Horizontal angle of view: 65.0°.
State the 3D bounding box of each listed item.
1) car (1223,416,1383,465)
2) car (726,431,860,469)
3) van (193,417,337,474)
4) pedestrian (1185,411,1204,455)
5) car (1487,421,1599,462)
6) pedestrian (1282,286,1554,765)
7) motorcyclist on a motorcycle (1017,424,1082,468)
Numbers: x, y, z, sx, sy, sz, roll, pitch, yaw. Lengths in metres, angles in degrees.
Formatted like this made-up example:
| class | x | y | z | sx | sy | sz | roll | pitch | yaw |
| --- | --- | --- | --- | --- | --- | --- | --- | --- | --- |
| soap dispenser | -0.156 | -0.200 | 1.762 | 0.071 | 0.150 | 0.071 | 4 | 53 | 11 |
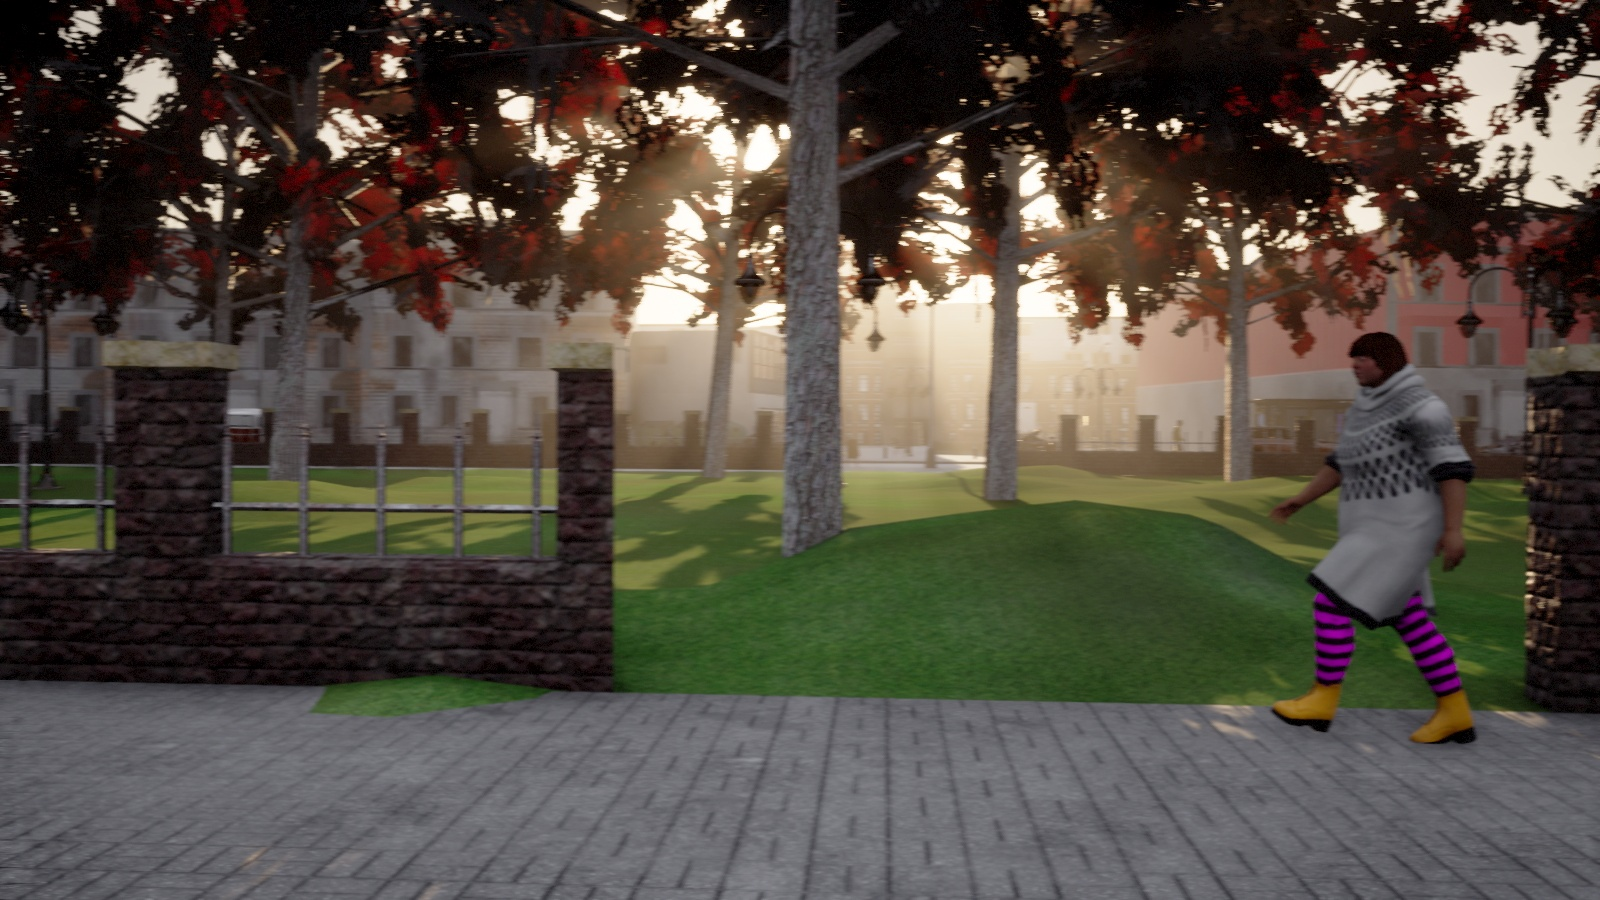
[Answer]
| class | x | y | z | sx | sy | sz | roll | pitch | yaw |
| --- | --- | --- | --- | --- | --- | --- | --- | --- | --- |
| car | 17.701 | -0.354 | 44.395 | 4.856 | 1.649 | 2.033 | -1 | 1 | 4 |
| car | -0.217 | 0.001 | 45.734 | 4.718 | 1.301 | 1.895 | -1 | 1 | 4 |
| van | -20.061 | -0.171 | 47.185 | 4.480 | 2.038 | 2.069 | -1 | 1 | 4 |
| pedestrian | 16.586 | -0.717 | 52.778 | 0.709 | 1.840 | 0.431 | 0 | 1 | 14 |
| car | 26.567 | -0.311 | 43.744 | 4.181 | 1.385 | 1.994 | -1 | 1 | 5 |
| pedestrian | 2.657 | 0.308 | 5.469 | 0.873 | 1.952 | 0.659 | -1 | 1 | 4 |
| motorcyclist on a motorcycle | 8.946 | -0.159 | 45.050 | 2.191 | 1.530 | 0.866 | -1 | 1 | 4 |
